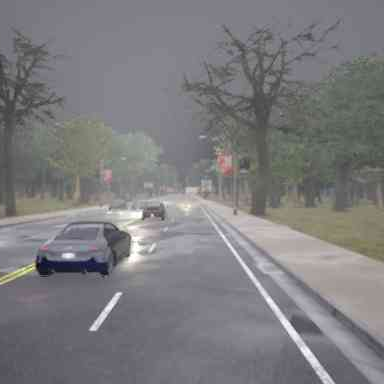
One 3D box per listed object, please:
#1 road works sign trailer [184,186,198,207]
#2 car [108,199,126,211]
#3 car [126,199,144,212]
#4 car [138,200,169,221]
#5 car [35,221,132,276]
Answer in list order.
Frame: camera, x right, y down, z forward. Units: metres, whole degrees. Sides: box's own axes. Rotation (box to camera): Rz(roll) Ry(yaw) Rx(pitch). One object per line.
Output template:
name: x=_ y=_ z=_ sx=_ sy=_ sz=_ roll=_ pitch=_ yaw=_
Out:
road works sign trailer: x=-0.053 y=0.786 z=58.379 sx=2.380 sy=3.560 sz=2.880 roll=0 pitch=0 yaw=0
car: x=-9.854 y=1.734 z=44.438 sx=1.837 sy=1.490 sz=4.892 roll=0 pitch=-1 yaw=0
car: x=-6.610 y=1.708 z=42.832 sx=2.128 sy=1.511 sz=4.902 roll=0 pitch=0 yaw=0
car: x=-3.161 y=1.628 z=28.930 sx=1.837 sy=1.490 sz=4.892 roll=0 pitch=0 yaw=0
car: x=-3.154 y=1.603 z=10.498 sx=1.994 sy=1.385 sz=4.181 roll=0 pitch=0 yaw=0
